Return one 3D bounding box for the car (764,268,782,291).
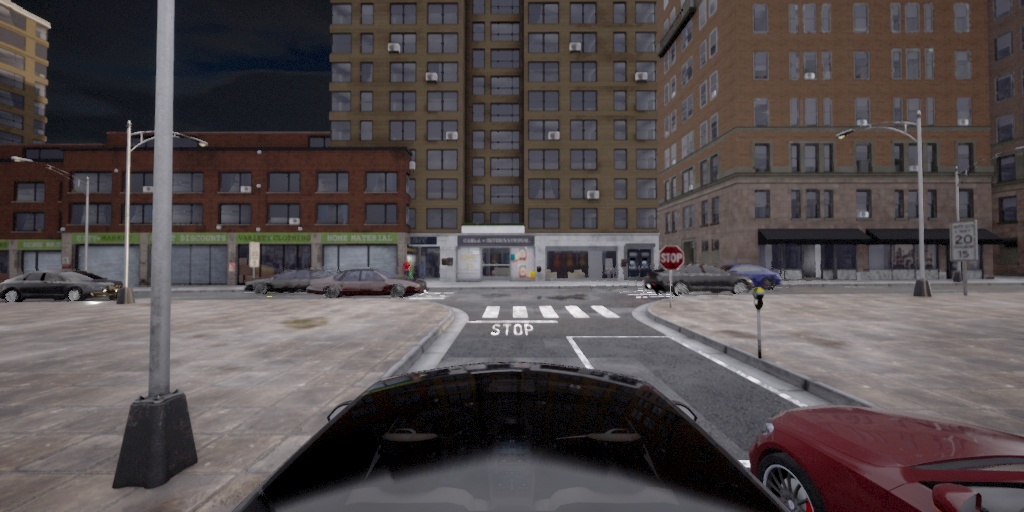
[{"bbox_3d":[12.416,1.175,20.056,4.674,1.442,1.812,-1,-1,0],"label":"car"}]

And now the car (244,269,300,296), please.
[{"bbox_3d":[-11.897,1.437,20.216,5.357,1.411,2.033,-1,-1,0],"label":"car"}]

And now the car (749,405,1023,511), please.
[{"bbox_3d":[2.638,1.332,1.002,1.802,1.307,4.207,0,0,0],"label":"car"}]

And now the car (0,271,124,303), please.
[{"bbox_3d":[-21.487,1.465,17.325,4.892,1.490,1.837,-1,-1,0],"label":"car"}]

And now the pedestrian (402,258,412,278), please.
[{"bbox_3d":[-6.780,1.028,23.102,0.375,1.860,0.375,0,0,0],"label":"pedestrian"}]

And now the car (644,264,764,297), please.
[{"bbox_3d":[8.767,1.125,16.902,4.892,1.490,1.837,0,-3,-6],"label":"car"}]

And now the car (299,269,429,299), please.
[{"bbox_3d":[-6.846,1.326,17.235,5.357,1.411,2.033,-1,-1,0],"label":"car"}]
